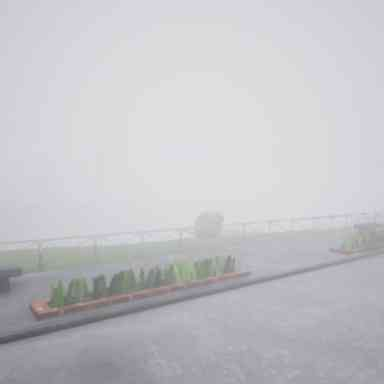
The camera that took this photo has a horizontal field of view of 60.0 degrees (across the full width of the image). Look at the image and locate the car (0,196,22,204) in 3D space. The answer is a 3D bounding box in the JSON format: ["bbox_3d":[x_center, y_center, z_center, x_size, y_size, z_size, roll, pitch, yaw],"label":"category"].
[{"bbox_3d":[-31.997,1.457,57.270,5.008,1.535,1.882,0,0,-36],"label":"car"}]
